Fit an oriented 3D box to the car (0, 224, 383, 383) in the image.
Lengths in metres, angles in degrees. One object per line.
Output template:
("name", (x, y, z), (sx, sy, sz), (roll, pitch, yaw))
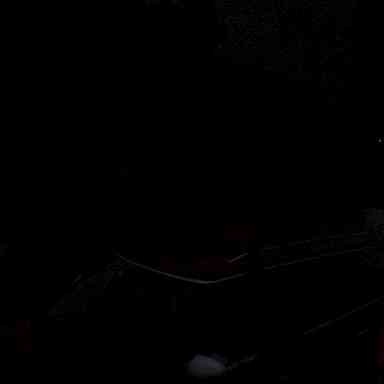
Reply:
("car", (0.108, 1.314, 2.882), (5.009, 1.841, 2.192), (0, 0, -36))
